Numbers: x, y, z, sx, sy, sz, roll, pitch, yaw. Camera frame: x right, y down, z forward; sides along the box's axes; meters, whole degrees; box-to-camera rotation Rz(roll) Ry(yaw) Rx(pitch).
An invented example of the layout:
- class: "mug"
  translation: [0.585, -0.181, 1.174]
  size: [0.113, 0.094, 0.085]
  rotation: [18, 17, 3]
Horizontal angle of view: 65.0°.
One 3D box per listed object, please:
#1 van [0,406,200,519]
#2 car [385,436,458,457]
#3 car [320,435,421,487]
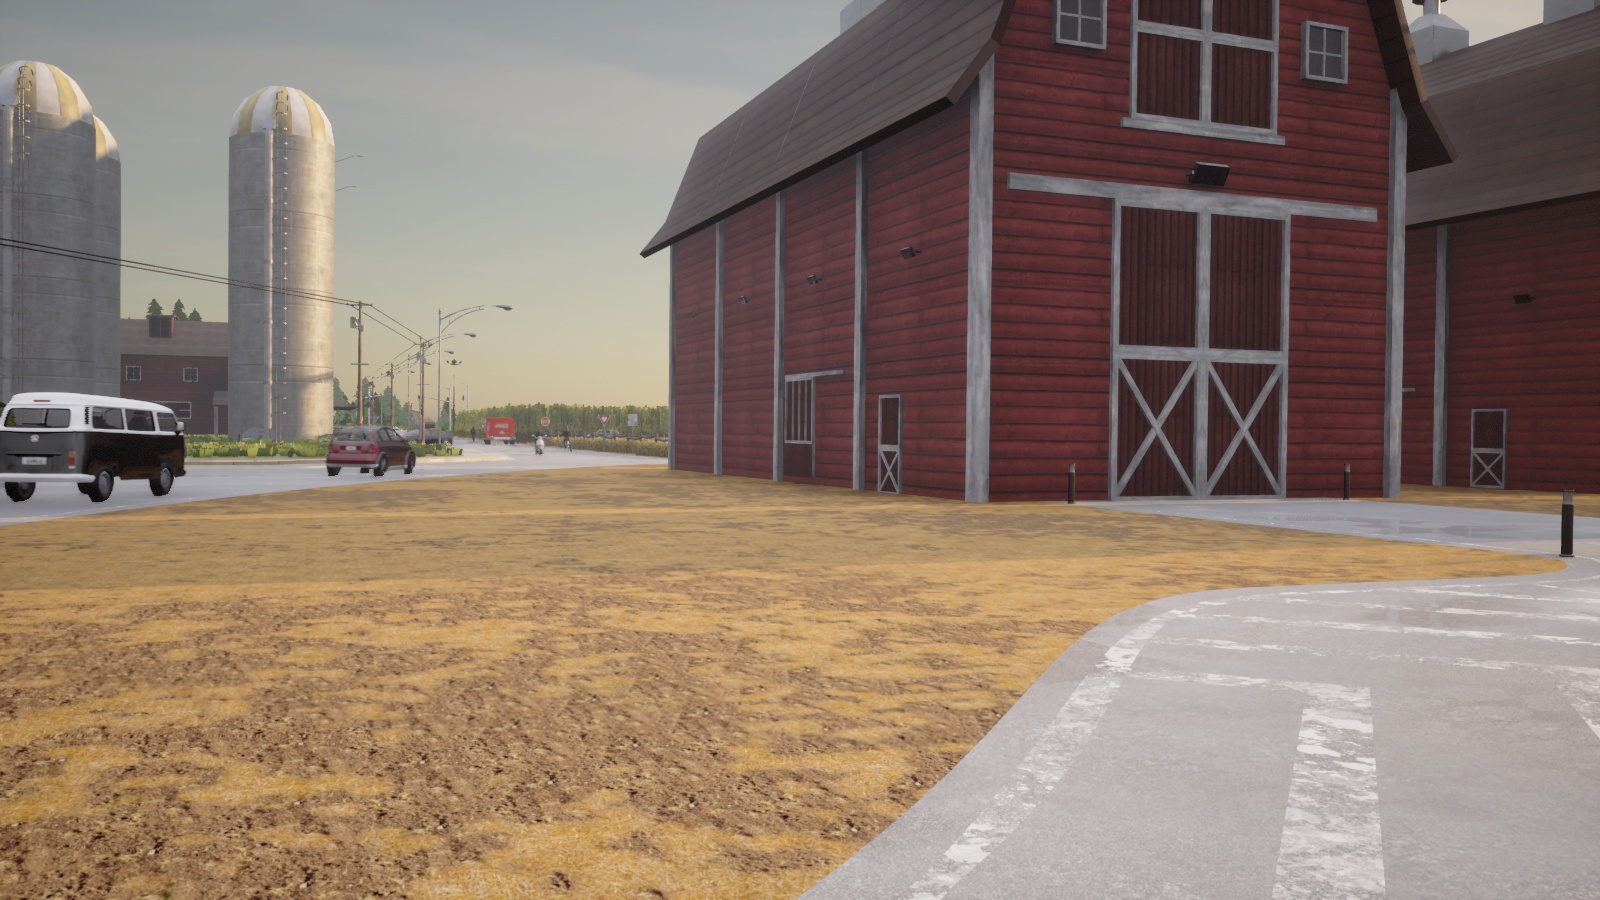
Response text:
- class: "van"
  translation: [-14.062, 0.246, 25.108]
  size: [2.069, 2.038, 4.480]
  rotation: [-1, 0, -2]
- class: "car"
  translation: [-28.027, -0.273, 93.044]
  size: [2.163, 1.488, 4.792]
  rotation: [0, 1, 38]
- class: "car"
  translation: [-13.470, 0.318, 39.627]
  size: [1.789, 1.549, 3.705]
  rotation: [0, 1, 2]
